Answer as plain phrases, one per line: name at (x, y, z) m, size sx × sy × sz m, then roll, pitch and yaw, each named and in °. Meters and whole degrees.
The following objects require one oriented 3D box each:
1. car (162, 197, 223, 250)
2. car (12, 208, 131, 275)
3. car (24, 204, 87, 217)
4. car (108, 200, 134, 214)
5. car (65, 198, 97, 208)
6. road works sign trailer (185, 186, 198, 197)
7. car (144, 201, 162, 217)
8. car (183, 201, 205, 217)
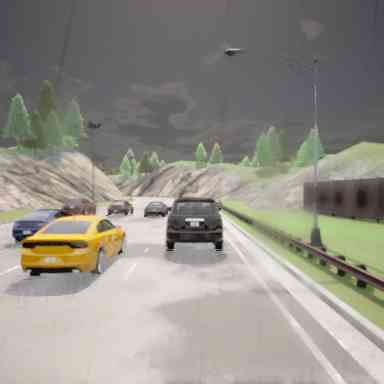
car at (0.100, 1.225, 14.398) m, size 2.150 × 2.045 × 5.566 m, roll 0°, pitch 0°, yaw 0°
car at (-3.400, 1.481, 10.459) m, size 1.882 × 1.535 × 5.008 m, roll 0°, pitch 0°, yaw 0°
car at (-6.913, 1.531, 16.219) m, size 1.812 × 1.442 × 4.674 m, roll 0°, pitch 0°, yaw 0°
car at (-6.852, 1.535, 32.133) m, size 1.812 × 1.442 × 4.674 m, roll 0°, pitch 0°, yaw 0°
car at (-10.342, 1.361, 30.827) m, size 2.097 × 1.767 × 4.553 m, roll 0°, pitch 0°, yaw 0°
road works sign trailer at (-0.063, 0.482, 63.387) m, size 2.380 × 3.560 × 2.880 m, roll 0°, pitch 0°, yaw 0°
car at (-3.340, 1.573, 31.662) m, size 1.994 × 1.385 × 4.181 m, roll 0°, pitch 0°, yaw 0°
car at (0.160, 1.573, 31.721) m, size 1.994 × 1.385 × 4.181 m, roll 0°, pitch 0°, yaw 0°
